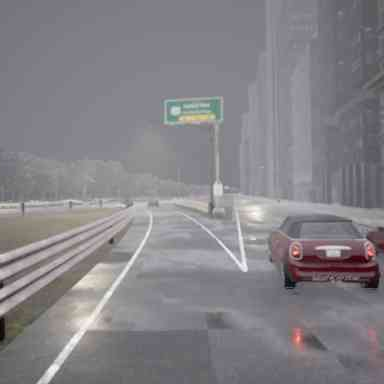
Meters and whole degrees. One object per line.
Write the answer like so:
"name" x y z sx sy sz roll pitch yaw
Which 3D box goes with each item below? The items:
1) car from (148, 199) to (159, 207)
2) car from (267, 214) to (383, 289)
"car" -6.813 1.926 59.041 2.128 1.511 4.902 -1 0 -8
"car" 3.368 1.384 9.412 2.097 1.767 4.553 -1 0 7
